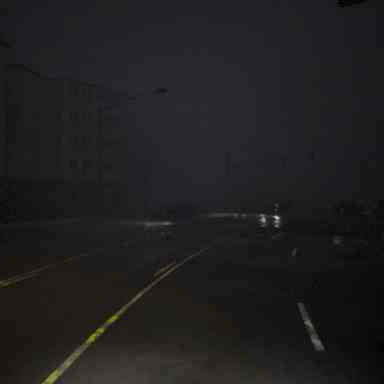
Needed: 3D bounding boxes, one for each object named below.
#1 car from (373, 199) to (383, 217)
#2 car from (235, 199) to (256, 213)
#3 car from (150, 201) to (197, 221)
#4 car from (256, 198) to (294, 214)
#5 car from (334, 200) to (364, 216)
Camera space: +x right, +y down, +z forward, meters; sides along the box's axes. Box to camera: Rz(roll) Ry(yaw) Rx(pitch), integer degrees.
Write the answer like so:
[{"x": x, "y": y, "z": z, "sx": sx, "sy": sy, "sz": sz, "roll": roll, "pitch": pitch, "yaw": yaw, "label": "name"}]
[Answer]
[{"x": 18.576, "y": 1.426, "z": 31.198, "sx": 2.097, "sy": 1.767, "sz": 4.553, "roll": 0, "pitch": 0, "yaw": 40, "label": "car"}, {"x": 6.877, "y": 1.585, "z": 39.090, "sx": 2.128, "sy": 1.511, "sz": 4.902, "roll": 0, "pitch": 0, "yaw": 40, "label": "car"}, {"x": -1.516, "y": 1.545, "z": 28.429, "sx": 1.882, "sy": 1.535, "sz": 5.008, "roll": 0, "pitch": -1, "yaw": 35, "label": "car"}, {"x": 9.434, "y": 1.437, "z": 36.695, "sx": 2.097, "sy": 1.767, "sz": 4.553, "roll": 0, "pitch": 0, "yaw": 40, "label": "car"}, {"x": 15.684, "y": 1.570, "z": 33.200, "sx": 2.128, "sy": 1.511, "sz": 4.902, "roll": 0, "pitch": 0, "yaw": 40, "label": "car"}]
